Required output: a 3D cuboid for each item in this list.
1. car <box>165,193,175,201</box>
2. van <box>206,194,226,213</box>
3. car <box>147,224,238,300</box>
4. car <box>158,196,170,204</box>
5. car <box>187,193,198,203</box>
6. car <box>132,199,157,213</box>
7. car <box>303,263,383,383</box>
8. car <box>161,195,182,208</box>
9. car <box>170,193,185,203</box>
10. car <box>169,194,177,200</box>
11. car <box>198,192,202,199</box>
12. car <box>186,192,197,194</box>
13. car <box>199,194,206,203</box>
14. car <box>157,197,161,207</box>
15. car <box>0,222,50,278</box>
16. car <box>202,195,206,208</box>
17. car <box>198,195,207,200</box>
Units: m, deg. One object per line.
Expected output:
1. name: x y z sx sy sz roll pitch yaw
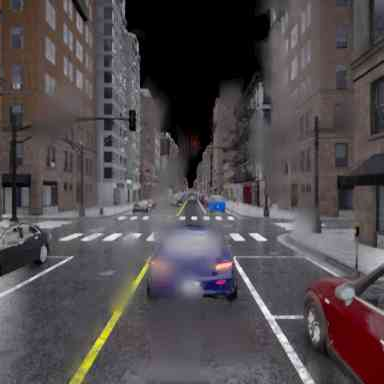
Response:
1. car: -5.295 1.229 81.525 2.192 1.841 5.009 0 0 0
2. van: 2.678 1.312 36.070 1.690 1.788 3.998 0 0 0
3. car: 0.013 1.519 8.220 1.812 1.442 4.674 0 0 0
4. car: -5.314 1.506 64.480 1.947 1.339 4.313 0 0 0
5. car: 0.126 1.485 65.820 2.033 1.411 5.357 0 0 0
6. car: -5.348 1.521 36.070 2.008 1.369 4.403 0 0 0
7. car: 2.640 1.437 3.470 1.967 1.590 4.097 0 0 0
8. car: -2.793 1.526 45.880 1.994 1.385 4.181 0 0 0
9. car: -2.728 1.447 63.257 1.837 1.490 4.892 0 0 1
10. car: -5.282 1.337 92.889 1.967 1.590 4.097 0 0 0
11. car: 2.711 1.255 64.476 2.192 1.841 5.009 0 0 0
12. car: 0.086 1.404 76.204 2.033 1.411 5.357 0 0 0
13. car: 2.704 1.530 58.795 1.802 1.307 4.206 0 0 0
14. car: -5.341 1.511 41.752 1.887 1.381 4.507 0 0 0
15. car: -5.378 1.544 8.989 2.008 1.369 4.403 0 0 0
16. car: 2.691 1.543 47.432 1.802 1.307 4.206 0 0 0
17. car: 2.737 1.456 87.201 2.008 1.369 4.403 0 0 0
